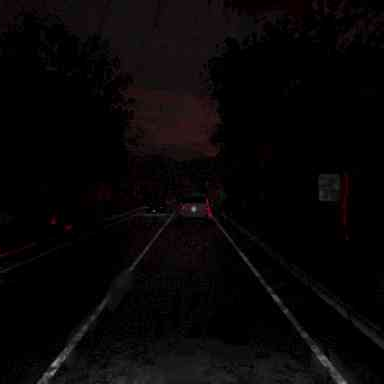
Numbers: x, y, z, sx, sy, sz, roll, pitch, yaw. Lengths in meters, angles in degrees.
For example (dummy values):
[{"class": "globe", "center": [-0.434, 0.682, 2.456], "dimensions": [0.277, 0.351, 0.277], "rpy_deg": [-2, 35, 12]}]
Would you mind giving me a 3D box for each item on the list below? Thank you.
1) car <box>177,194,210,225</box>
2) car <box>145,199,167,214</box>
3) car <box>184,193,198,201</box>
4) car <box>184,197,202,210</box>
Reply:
[{"class": "car", "center": [0.107, 1.118, 23.329], "dimensions": [2.150, 2.045, 5.566], "rpy_deg": [0, 0, 0]}, {"class": "car", "center": [-3.589, 1.396, 34.126], "dimensions": [2.033, 1.411, 5.357], "rpy_deg": [0, 0, 0]}, {"class": "car", "center": [-0.169, 1.100, 75.353], "dimensions": [2.128, 1.511, 4.902], "rpy_deg": [-1, 0, 12]}, {"class": "car", "center": [0.119, 1.365, 41.195], "dimensions": [2.033, 1.411, 5.357], "rpy_deg": [0, 0, 0]}]
